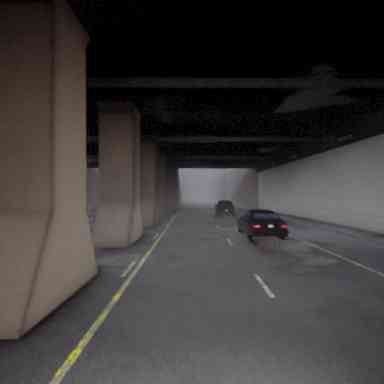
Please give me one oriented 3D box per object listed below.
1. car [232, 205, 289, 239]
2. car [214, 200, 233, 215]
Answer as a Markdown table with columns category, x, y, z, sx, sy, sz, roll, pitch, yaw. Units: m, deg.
| category | x | y | z | sx | sy | sz | roll | pitch | yaw |
| --- | --- | --- | --- | --- | --- | --- | --- | --- | --- |
| car | 3.594 | 1.628 | 17.698 | 2.033 | 1.411 | 5.357 | 0 | 0 | 0 |
| car | 3.590 | 1.673 | 37.010 | 1.837 | 1.490 | 4.892 | 0 | 0 | 0 |
